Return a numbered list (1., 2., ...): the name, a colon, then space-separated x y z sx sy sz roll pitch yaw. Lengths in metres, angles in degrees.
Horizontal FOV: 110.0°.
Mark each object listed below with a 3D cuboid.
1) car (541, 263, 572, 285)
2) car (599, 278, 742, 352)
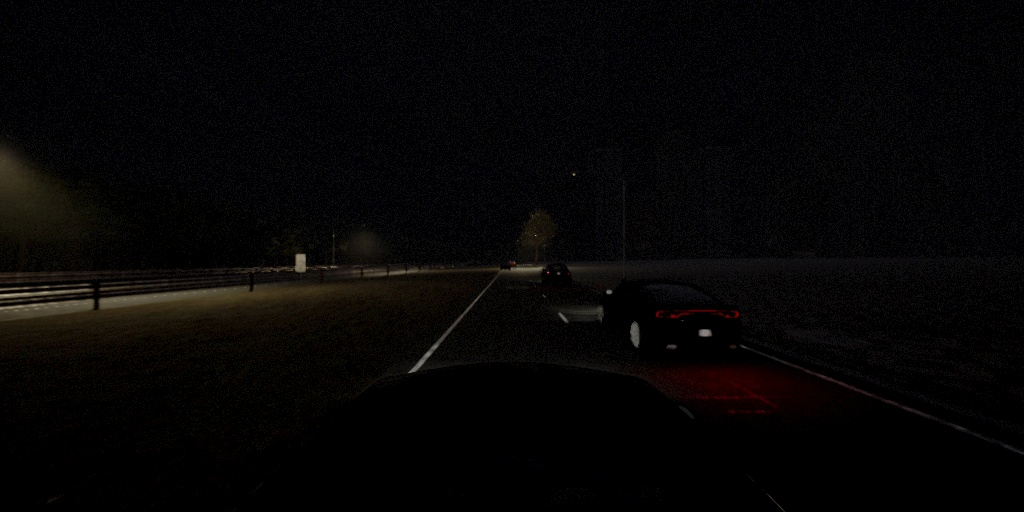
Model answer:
1. car: 3.596 1.387 29.689 2.097 1.767 4.553 0 -1 0
2. car: 3.596 1.303 9.145 1.882 1.535 5.008 0 -1 0
